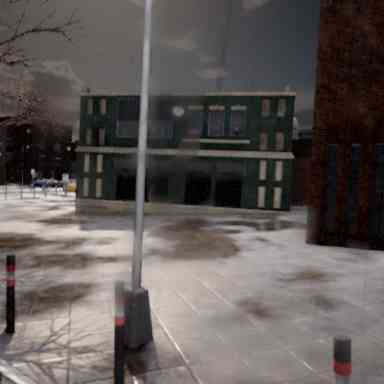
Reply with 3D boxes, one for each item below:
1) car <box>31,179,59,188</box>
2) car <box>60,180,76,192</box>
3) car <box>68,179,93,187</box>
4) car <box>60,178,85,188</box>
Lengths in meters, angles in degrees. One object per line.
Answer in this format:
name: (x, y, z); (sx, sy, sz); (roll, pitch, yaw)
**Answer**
car: (-28.338, -1.741, 62.943); (4.553, 1.767, 2.185); (4, 3, 20)
car: (-18.501, -0.771, 53.865); (1.882, 1.535, 5.008); (4, 3, 20)
car: (-24.524, -1.909, 73.300); (4.892, 1.521, 2.231); (4, 3, 20)
car: (-25.448, -1.957, 70.694); (4.553, 1.767, 2.185); (4, 3, 20)
